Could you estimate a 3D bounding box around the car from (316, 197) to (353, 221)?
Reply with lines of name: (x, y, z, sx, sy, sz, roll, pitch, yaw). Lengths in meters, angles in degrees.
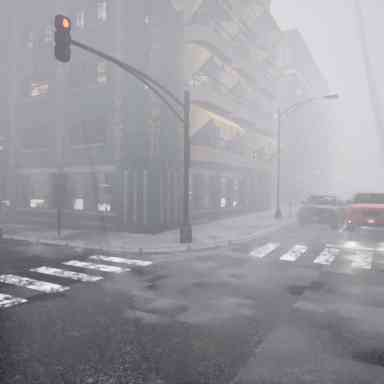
car: (10.471, 1.183, 24.263, 1.887, 1.381, 4.507, 2, 2, 30)

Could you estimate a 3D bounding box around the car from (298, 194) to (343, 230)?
car: (7.667, 1.034, 19.446, 2.192, 1.841, 5.009, 2, 2, 30)

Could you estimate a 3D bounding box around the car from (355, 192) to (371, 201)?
car: (27.313, 0.727, 53.133, 1.947, 1.339, 4.313, 2, 2, 30)

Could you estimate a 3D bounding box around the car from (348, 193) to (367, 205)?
car: (21.700, 0.886, 43.510, 1.947, 1.339, 4.313, 2, 2, 30)

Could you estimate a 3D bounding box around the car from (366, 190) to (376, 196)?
car: (44.155, 0.269, 82.003, 1.802, 1.307, 4.206, 2, 2, 30)

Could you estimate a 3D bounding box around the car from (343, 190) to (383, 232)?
car: (9.698, 0.966, 17.856, 2.150, 2.045, 5.566, 1, 1, 30)

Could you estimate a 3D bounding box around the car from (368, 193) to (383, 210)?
car: (19.698, 0.956, 34.762, 2.128, 1.511, 4.902, 1, 1, 30)

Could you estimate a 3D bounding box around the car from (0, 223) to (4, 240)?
car: (-10.065, 1.578, 14.761, 4.206, 1.307, 1.802, 0, 0, 31)

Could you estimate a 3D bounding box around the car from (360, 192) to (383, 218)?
car: (14.565, 0.960, 26.097, 2.097, 1.767, 4.553, 1, 1, 31)
